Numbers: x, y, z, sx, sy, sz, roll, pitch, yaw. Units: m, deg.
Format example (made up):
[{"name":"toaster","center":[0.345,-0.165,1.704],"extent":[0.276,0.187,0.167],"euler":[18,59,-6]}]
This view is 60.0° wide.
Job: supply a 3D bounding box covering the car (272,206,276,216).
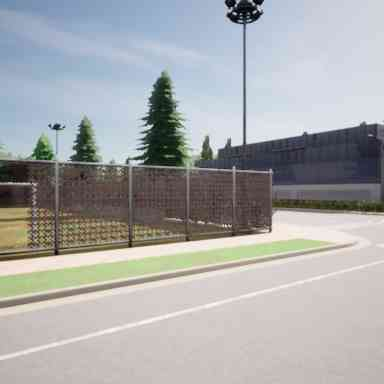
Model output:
[{"name":"car","center":[5.965,1.547,32.335],"extent":[1.837,1.490,4.892],"euler":[0,0,-35]}]
